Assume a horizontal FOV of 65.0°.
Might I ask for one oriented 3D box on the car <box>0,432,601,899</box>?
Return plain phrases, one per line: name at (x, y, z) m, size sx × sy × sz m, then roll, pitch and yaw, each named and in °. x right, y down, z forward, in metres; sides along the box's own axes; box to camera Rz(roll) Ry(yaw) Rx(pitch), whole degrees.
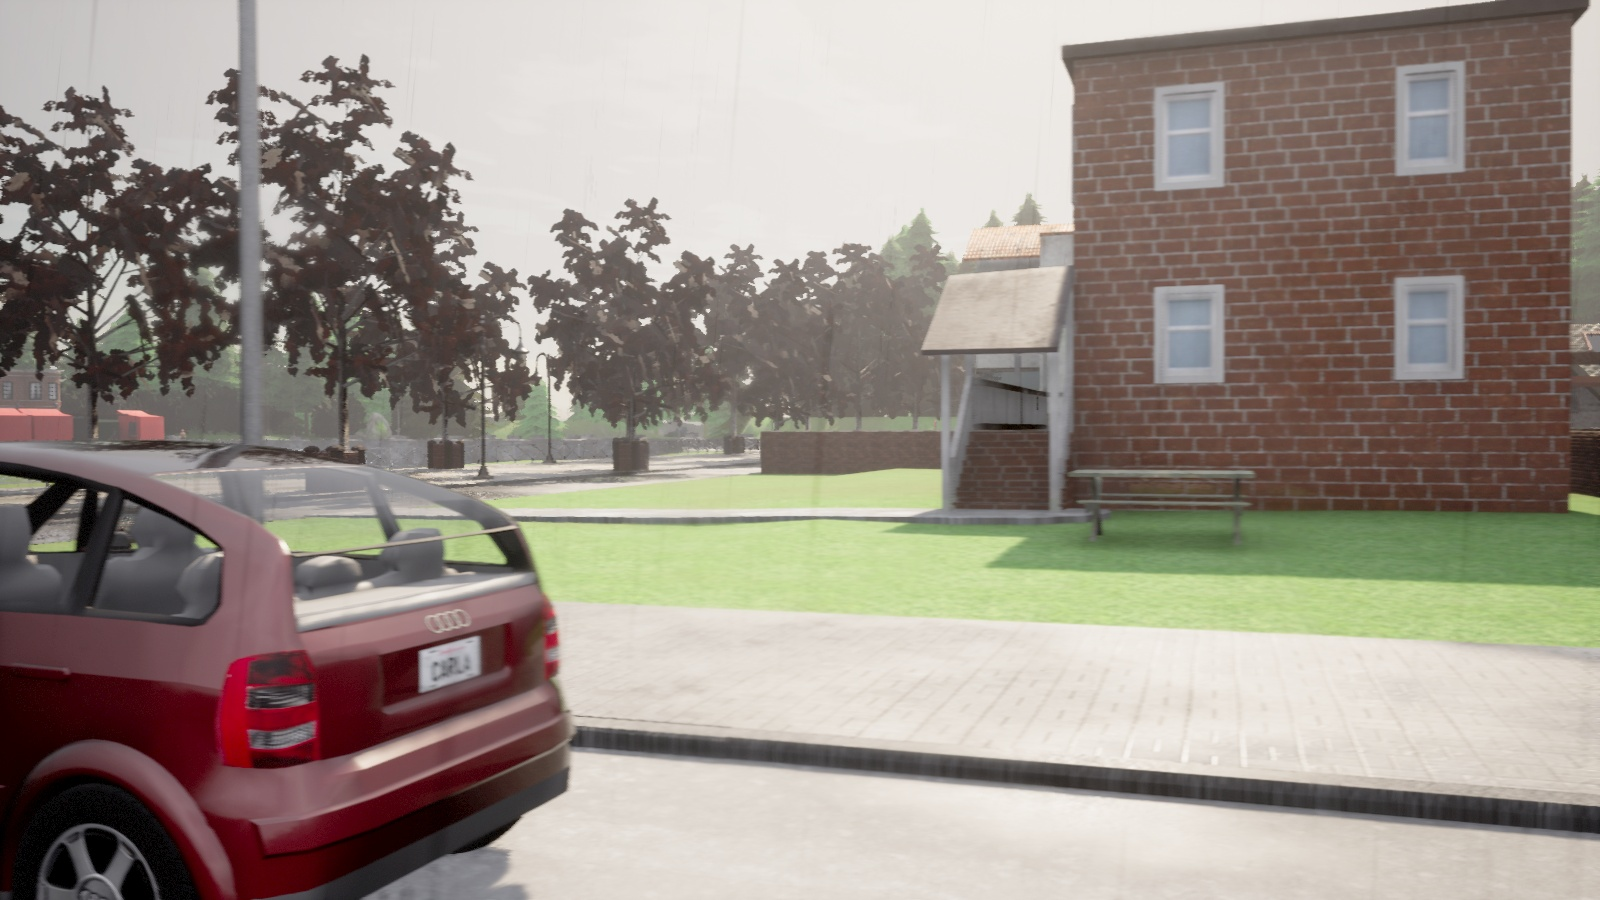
car at (-2.797, 0.725, 4.496) m, size 3.705 × 1.549 × 1.789 m, roll 1°, pitch 1°, yaw 21°
